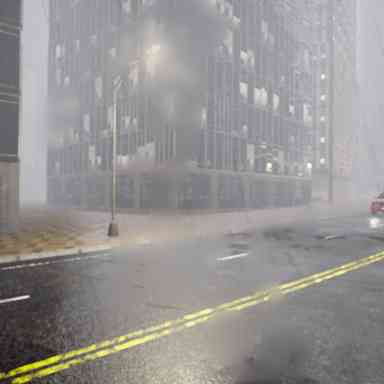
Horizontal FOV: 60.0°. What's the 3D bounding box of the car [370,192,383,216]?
[{"bbox_3d":[17.239,0.961,28.653,2.150,2.045,5.566,0,1,44],"label":"car"}]
